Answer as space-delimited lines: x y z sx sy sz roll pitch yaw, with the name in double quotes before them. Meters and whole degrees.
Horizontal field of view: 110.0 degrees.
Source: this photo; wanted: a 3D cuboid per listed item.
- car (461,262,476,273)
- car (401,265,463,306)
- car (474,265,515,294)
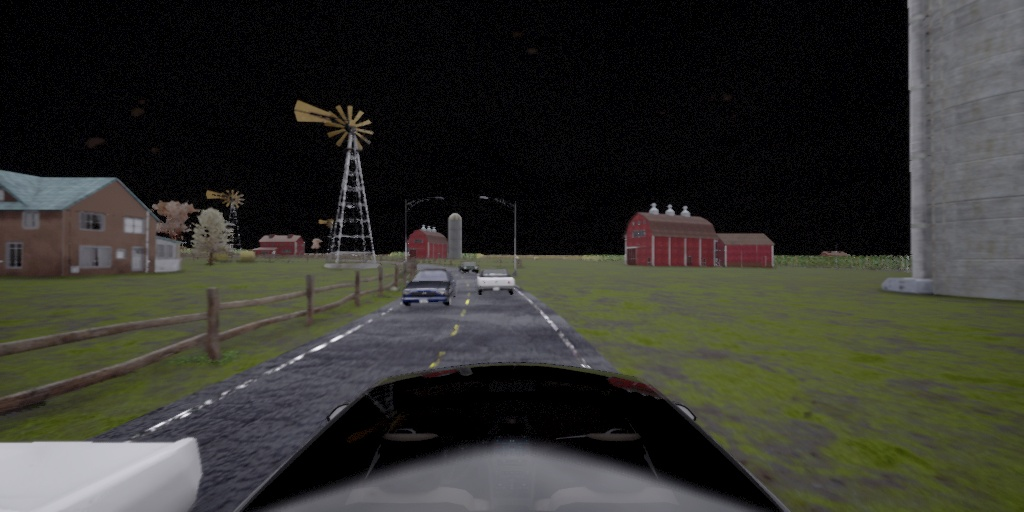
"car" -5.048 1.333 41.017 1.895 1.301 4.718 0 0 -15
"car" -3.480 1.296 16.002 2.033 1.411 5.357 0 0 -4
"car" -1.016 1.351 20.006 1.895 1.301 4.718 0 0 -6
